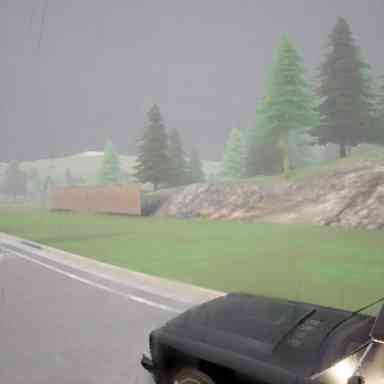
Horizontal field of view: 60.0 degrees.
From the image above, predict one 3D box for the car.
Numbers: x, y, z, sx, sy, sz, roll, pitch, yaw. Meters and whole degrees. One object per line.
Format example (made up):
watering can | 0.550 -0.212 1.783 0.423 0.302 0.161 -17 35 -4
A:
car | 1.799 1.604 2.825 4.718 1.301 1.895 -1 0 37
